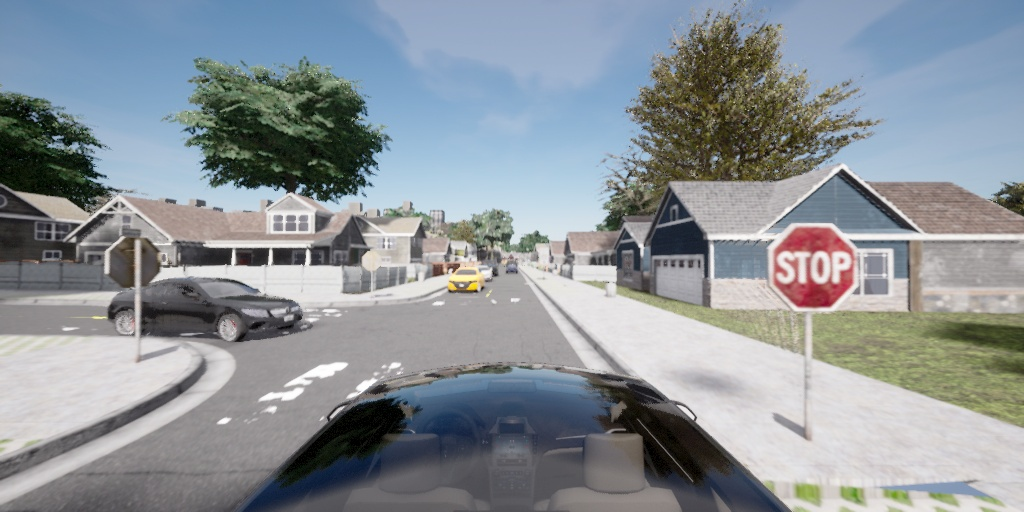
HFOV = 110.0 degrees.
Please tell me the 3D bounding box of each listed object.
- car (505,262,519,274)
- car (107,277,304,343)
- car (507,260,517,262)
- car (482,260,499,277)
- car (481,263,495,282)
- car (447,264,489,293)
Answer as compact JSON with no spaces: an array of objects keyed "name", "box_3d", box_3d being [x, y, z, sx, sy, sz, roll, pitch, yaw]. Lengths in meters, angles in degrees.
[{"name":"car","box_3d":[-0.001,1.951,54.364,2.033,1.411,5.357,0,-1,0]},{"name":"car","box_3d":[-7.895,1.280,9.341,4.674,1.442,1.812,0,-1,8]},{"name":"car","box_3d":[-0.002,1.774,64.819,2.150,2.045,5.566,0,-1,0]},{"name":"car","box_3d":[-2.839,1.491,44.439,2.150,2.045,5.566,0,-1,0]},{"name":"car","box_3d":[-2.848,1.662,33.806,1.812,1.442,4.674,0,-1,0]},{"name":"car","box_3d":[-2.882,1.489,23.483,1.882,1.535,5.008,0,-1,2]}]
